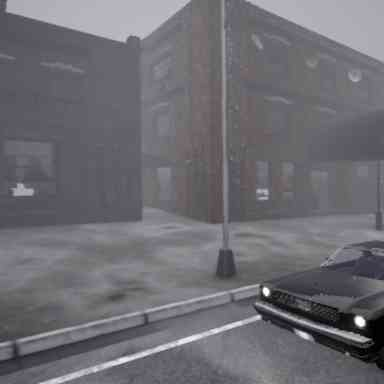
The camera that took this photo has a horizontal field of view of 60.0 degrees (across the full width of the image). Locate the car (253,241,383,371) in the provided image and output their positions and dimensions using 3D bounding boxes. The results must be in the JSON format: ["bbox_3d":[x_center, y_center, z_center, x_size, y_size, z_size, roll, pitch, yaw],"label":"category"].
[{"bbox_3d":[3.288,1.600,5.725,4.718,1.301,1.895,0,0,-36],"label":"car"}]
